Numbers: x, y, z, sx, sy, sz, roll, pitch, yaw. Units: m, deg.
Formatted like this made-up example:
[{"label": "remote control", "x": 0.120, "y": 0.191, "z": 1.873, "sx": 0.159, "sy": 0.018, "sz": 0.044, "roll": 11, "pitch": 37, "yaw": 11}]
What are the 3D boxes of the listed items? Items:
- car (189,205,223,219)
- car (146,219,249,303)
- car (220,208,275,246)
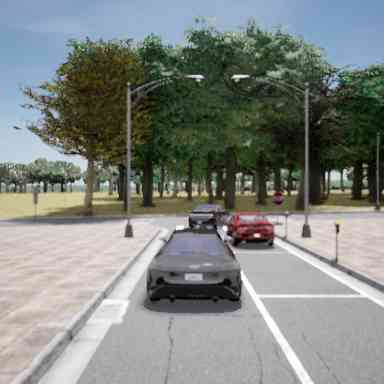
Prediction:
[{"label": "car", "x": 1.294, "y": 1.594, "z": 22.265, "sx": 2.128, "sy": 1.511, "sz": 4.902, "roll": 0, "pitch": 0, "yaw": 20}, {"label": "car", "x": 0.078, "y": 1.605, "z": 8.373, "sx": 1.994, "sy": 1.385, "sz": 4.181, "roll": 0, "pitch": 0, "yaw": 1}, {"label": "car", "x": 2.607, "y": 1.621, "z": 15.574, "sx": 1.887, "sy": 1.381, "sz": 4.507, "roll": -1, "pitch": 0, "yaw": 0}]
